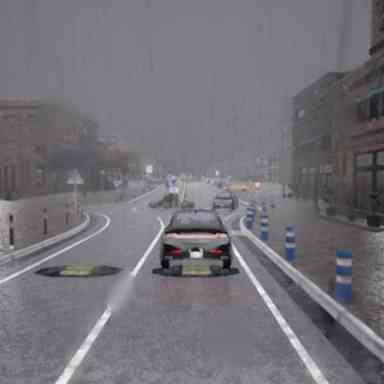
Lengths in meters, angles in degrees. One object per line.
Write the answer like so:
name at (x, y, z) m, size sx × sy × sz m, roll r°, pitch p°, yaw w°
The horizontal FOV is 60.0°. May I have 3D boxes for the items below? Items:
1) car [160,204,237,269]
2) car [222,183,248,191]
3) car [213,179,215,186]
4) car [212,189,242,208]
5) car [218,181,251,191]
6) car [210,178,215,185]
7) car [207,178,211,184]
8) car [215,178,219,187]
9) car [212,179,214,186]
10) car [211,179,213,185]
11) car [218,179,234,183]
car at (0.108, 1.279, 10.170) m, size 2.128 × 1.511 × 4.902 m, roll 0°, pitch -1°, yaw 0°
car at (8.170, -0.912, 63.714) m, size 4.674 × 1.452 × 2.002 m, roll 0°, pitch 3°, yaw -1°
car at (8.011, -1.709, 77.469) m, size 4.892 × 1.521 × 2.231 m, roll 0°, pitch 3°, yaw -1°
car at (2.930, 0.812, 29.052) m, size 2.128 × 1.511 × 4.902 m, roll 1°, pitch 2°, yaw 12°
car at (8.013, -0.793, 60.956) m, size 5.366 × 1.575 × 1.946 m, roll 0°, pitch 3°, yaw -1°
car at (7.914, -2.121, 85.726) m, size 5.008 × 1.535 × 2.097 m, roll 0°, pitch 3°, yaw -1°
car at (7.783, -2.751, 93.976) m, size 5.566 × 2.045 × 2.435 m, roll 0°, pitch 2°, yaw -1°
car at (8.132, -1.517, 69.199) m, size 5.566 × 2.045 × 2.435 m, roll 0°, pitch 3°, yaw -1°
car at (7.980, -1.849, 80.221) m, size 4.892 × 1.521 × 2.231 m, roll 0°, pitch 3°, yaw -1°
car at (7.911, -1.958, 82.975) m, size 4.792 × 1.488 × 2.163 m, roll 0°, pitch 3°, yaw -1°
car at (8.103, -1.236, 66.455) m, size 4.553 × 1.767 × 2.185 m, roll 0°, pitch 3°, yaw -1°
